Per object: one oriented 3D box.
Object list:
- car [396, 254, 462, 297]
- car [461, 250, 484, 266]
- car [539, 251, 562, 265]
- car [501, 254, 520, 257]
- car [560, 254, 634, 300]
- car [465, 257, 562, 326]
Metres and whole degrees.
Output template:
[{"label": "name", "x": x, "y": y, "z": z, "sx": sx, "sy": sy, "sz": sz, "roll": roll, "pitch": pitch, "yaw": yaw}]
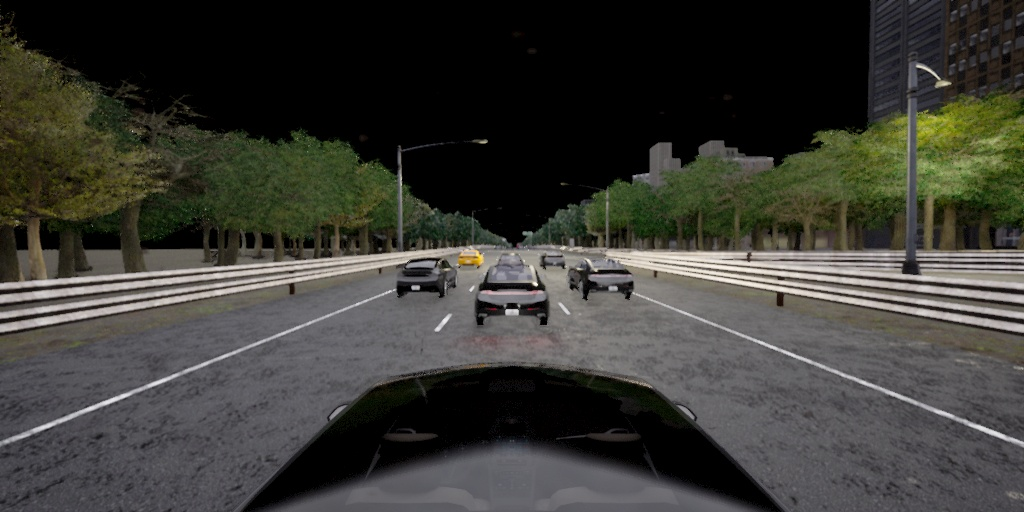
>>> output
[{"label": "car", "x": -3.517, "y": 0.824, "z": 15.463, "sx": 1.837, "sy": 1.490, "sz": 4.892, "roll": 0, "pitch": 2, "yaw": 0}, {"label": "car", "x": -3.635, "y": 0.228, "z": 32.063, "sx": 1.882, "sy": 1.535, "sz": 5.008, "roll": 0, "pitch": 2, "yaw": 0}, {"label": "car", "x": 3.371, "y": 0.294, "z": 30.577, "sx": 2.128, "sy": 1.511, "sz": 4.902, "roll": 0, "pitch": 2, "yaw": 0}, {"label": "car", "x": -0.115, "y": 0.529, "z": 25.578, "sx": 2.033, "sy": 1.411, "sz": 5.357, "roll": 0, "pitch": 2, "yaw": 0}, {"label": "car", "x": 3.485, "y": 0.829, "z": 14.800, "sx": 2.128, "sy": 1.511, "sz": 4.902, "roll": 0, "pitch": 2, "yaw": 0}, {"label": "car", "x": -0.001, "y": 0.969, "z": 10.446, "sx": 2.128, "sy": 1.511, "sz": 4.902, "roll": 0, "pitch": 2, "yaw": 0}]
